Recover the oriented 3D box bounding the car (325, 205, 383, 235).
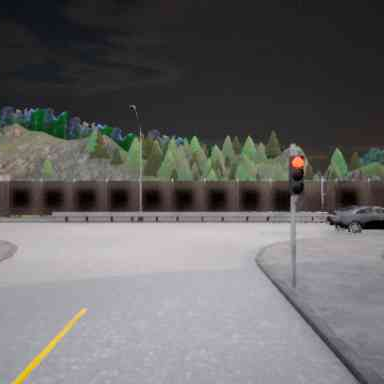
[{"bbox_3d":[9.899,1.493,18.207,4.902,1.511,2.128,0,0,0],"label":"car"}]
